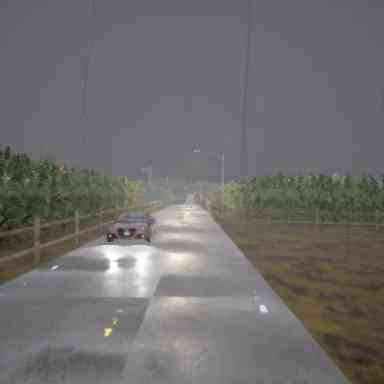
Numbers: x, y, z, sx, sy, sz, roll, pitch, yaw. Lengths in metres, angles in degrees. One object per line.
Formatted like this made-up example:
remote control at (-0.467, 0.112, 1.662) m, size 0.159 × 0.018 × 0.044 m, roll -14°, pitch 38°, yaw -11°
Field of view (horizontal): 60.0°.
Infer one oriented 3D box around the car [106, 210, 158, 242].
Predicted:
car at (-2.812, 1.610, 16.351) m, size 1.994 × 1.385 × 4.181 m, roll 0°, pitch 0°, yaw 0°
